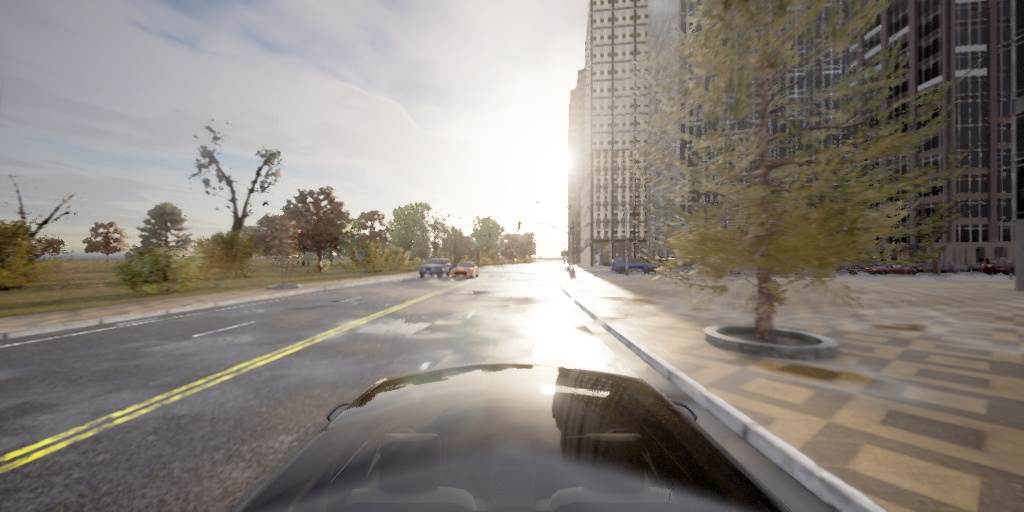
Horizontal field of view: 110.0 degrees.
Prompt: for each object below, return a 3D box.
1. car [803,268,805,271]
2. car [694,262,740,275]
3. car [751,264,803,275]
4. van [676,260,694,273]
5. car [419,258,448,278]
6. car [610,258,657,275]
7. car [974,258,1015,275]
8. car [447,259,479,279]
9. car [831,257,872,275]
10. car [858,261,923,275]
[{"bbox_3d":[36.016,1.507,47.458,4.507,1.381,1.888,0,0,8],"label":"car"},{"bbox_3d":[23.492,1.423,40.714,4.097,1.591,1.967,0,0,8],"label":"car"},{"bbox_3d":[29.127,1.516,39.933,4.313,1.339,1.948,0,0,8],"label":"car"},{"bbox_3d":[24.779,1.369,49.241,3.998,1.789,1.690,0,0,8],"label":"van"},{"bbox_3d":[-7.999,1.249,38.032,2.150,2.045,5.566,0,-1,6],"label":"car"},{"bbox_3d":[15.115,1.271,44.807,5.566,2.045,2.150,0,0,8],"label":"car"},{"bbox_3d":[51.643,1.133,36.654,5.009,1.841,2.192,0,0,8],"label":"car"},{"bbox_3d":[-4.813,1.397,37.251,2.097,1.767,4.553,0,0,6],"label":"car"},{"bbox_3d":[40.050,1.130,41.102,5.566,2.045,2.150,0,0,8],"label":"car"},{"bbox_3d":[40.389,1.466,38.326,4.207,1.307,1.802,0,0,8],"label":"car"}]
